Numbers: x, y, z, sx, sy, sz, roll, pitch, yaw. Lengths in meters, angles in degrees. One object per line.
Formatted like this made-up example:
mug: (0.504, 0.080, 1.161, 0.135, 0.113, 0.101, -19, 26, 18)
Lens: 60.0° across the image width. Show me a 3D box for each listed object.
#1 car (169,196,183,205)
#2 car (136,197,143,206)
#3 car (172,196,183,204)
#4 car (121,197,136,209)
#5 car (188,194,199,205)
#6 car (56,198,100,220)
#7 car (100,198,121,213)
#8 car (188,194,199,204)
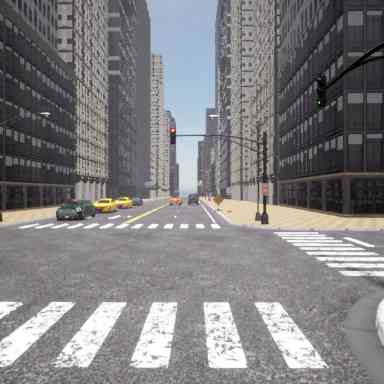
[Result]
car: (-2.971, 1.452, 59.942, 2.097, 1.767, 4.553, 0, 0, 0)
car: (-9.635, 1.640, 57.752, 2.033, 1.411, 5.357, 0, 0, 1)
car: (-2.971, 1.633, 70.131, 2.128, 1.511, 4.902, 0, 0, 0)
car: (-9.707, 1.538, 47.105, 1.882, 1.535, 5.008, 0, 0, 0)
car: (0.278, 1.606, 60.154, 1.837, 1.490, 4.892, 0, 0, 0)
car: (-9.766, 1.374, 28.236, 2.097, 1.767, 4.553, 0, 0, 0)
car: (-9.741, 1.516, 37.423, 1.882, 1.535, 5.008, 0, 0, 0)
car: (0.281, 1.361, 70.361, 2.150, 2.045, 5.566, 0, 0, 0)
